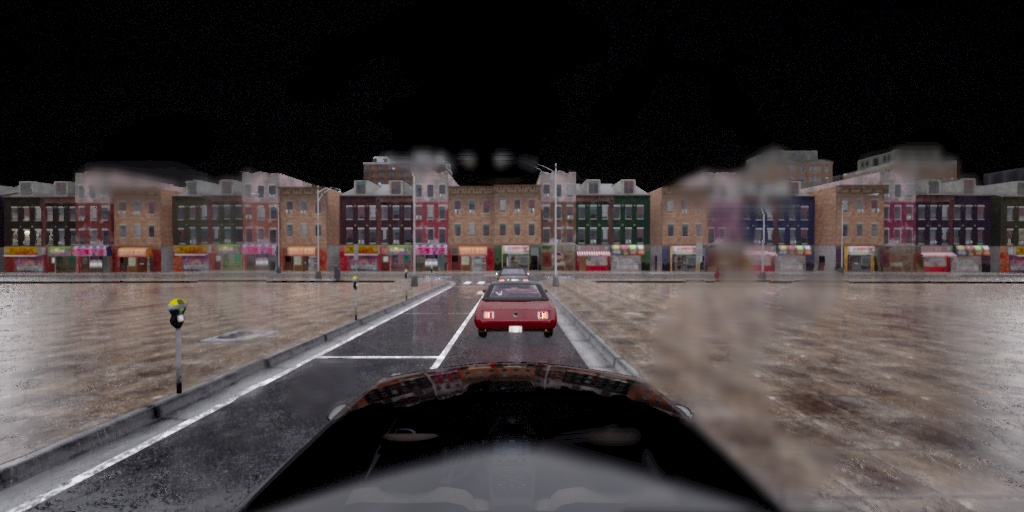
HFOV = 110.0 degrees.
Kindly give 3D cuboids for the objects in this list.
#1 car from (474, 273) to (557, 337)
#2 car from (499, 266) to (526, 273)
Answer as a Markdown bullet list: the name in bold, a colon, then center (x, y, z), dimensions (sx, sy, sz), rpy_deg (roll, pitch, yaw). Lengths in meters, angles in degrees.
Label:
- **car**: center (0.086, 1.348, 10.232), dimensions (1.895, 1.301, 4.718), rpy_deg (0, 0, 0)
- **car**: center (0.039, 1.293, 20.528), dimensions (2.033, 1.411, 5.357), rpy_deg (0, 0, -1)
